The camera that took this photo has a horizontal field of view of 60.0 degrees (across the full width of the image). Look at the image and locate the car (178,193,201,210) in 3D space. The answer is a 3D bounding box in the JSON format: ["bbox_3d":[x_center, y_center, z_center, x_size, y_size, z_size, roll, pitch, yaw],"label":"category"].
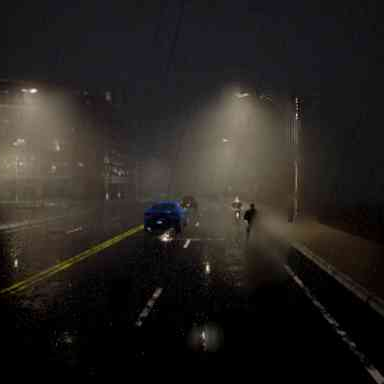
[{"bbox_3d":[-0.281,1.176,37.047,1.812,1.442,4.674,0,1,3],"label":"car"}]

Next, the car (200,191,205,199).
[{"bbox_3d":[3.577,0.855,76.385,1.895,1.301,4.718,0,1,-1],"label":"car"}]

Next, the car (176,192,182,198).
[{"bbox_3d":[-2.993,0.757,81.130,2.033,1.411,5.357,0,1,-1],"label":"car"}]

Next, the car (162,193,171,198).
[{"bbox_3d":[-6.240,0.817,80.974,1.895,1.301,4.718,0,1,-1],"label":"car"}]

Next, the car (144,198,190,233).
[{"bbox_3d":[-1.376,1.304,18.630,1.882,1.535,5.008,0,1,4],"label":"car"}]

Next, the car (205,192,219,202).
[{"bbox_3d":[3.602,0.954,57.622,1.837,1.490,4.892,0,1,1],"label":"car"}]

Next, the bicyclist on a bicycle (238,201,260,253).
[{"bbox_3d":[2.190,1.257,12.224,0.659,1.776,1.843,0,1,5],"label":"bicyclist on a bicycle"}]

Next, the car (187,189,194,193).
[{"bbox_3d":[-0.007,0.656,91.635,1.994,1.385,4.181,0,1,-2],"label":"car"}]

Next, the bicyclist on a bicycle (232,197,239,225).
[{"bbox_3d":[2.869,1.171,21.273,0.659,1.776,1.843,0,1,4],"label":"bicyclist on a bicycle"}]

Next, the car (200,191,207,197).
[{"bbox_3d":[3.187,0.585,93.380,1.837,1.490,4.892,0,1,-2],"label":"car"}]
